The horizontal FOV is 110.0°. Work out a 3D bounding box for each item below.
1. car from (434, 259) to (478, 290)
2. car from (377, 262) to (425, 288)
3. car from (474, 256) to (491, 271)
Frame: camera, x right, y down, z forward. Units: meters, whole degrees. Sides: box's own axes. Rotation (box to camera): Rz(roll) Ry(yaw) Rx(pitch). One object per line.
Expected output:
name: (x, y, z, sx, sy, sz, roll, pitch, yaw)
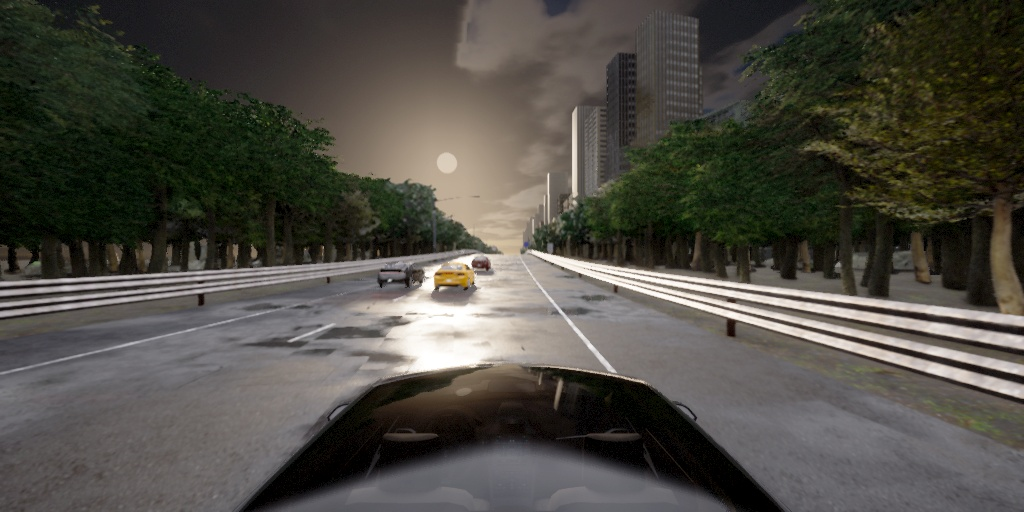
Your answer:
car: (-3.392, 1.144, 21.730, 1.882, 1.535, 5.008, 0, 1, 0)
car: (-6.891, 1.143, 22.651, 2.128, 1.511, 4.902, 0, 1, 0)
car: (-3.384, 0.743, 39.470, 1.882, 1.535, 5.008, 0, 2, 0)
